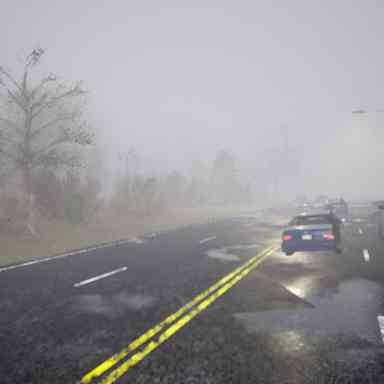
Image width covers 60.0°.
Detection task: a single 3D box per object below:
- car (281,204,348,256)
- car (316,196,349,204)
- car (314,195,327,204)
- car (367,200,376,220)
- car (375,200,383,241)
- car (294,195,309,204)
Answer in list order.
[{"bbox_3d":[4.637,1.425,12.478,2.033,1.411,5.357,-6,-2,26],"label":"car"},{"bbox_3d":[12.057,1.275,27.952,2.128,1.511,4.902,-6,-2,26],"label":"car"},{"bbox_3d":[21.611,1.212,55.326,1.837,1.490,4.892,0,0,26],"label":"car"},{"bbox_3d":[14.121,1.323,24.570,2.033,1.411,5.357,1,1,26],"label":"car"},{"bbox_3d":[8.132,1.076,11.985,2.150,2.045,5.566,2,1,26],"label":"car"},{"bbox_3d":[18.695,1.234,56.760,1.837,1.490,4.892,0,0,26],"label":"car"}]
